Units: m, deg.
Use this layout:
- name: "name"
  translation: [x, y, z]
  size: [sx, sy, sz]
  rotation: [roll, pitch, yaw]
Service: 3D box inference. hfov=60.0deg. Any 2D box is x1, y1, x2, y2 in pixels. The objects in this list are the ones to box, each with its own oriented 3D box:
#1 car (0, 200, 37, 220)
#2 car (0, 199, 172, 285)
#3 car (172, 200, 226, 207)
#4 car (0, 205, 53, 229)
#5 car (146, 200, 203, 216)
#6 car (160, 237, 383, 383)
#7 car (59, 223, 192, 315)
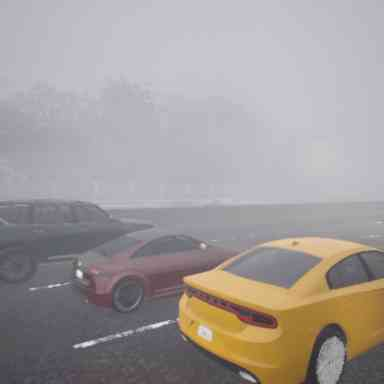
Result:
- name: "car"
  translation: [-15.595, 1.491, 27.259]
  size: [4.902, 1.511, 2.128]
  rotation: [0, 0, -35]
- name: "car"
  translation: [-3.596, 1.220, 9.782]
  size: [5.566, 2.045, 2.150]
  rotation: [0, 0, -35]
- name: "car"
  translation: [1.226, 1.544, 26.357]
  size: [5.357, 1.411, 2.033]
  rotation: [0, 0, -35]
- name: "car"
  translation: [-11.663, 1.599, 21.469]
  size: [4.718, 1.301, 1.895]
  rotation: [0, 0, -35]
- name: "car"
  translation: [-1.633, 1.545, 32.917]
  size: [5.357, 1.411, 2.033]
  rotation: [0, 0, -35]
- name: "car"
  translation: [2.170, 1.475, 5.293]
  size: [5.008, 1.535, 1.882]
  rotation: [0, 0, -36]
- name: "car"
  translation: [-0.552, 1.562, 7.649]
  size: [4.181, 1.385, 1.994]
  rotation: [0, 0, -36]
